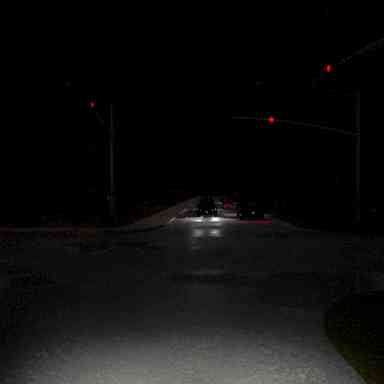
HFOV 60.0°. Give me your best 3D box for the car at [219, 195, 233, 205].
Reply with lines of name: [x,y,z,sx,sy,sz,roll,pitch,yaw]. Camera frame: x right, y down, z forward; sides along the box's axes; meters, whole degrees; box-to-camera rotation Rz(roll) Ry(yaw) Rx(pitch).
car: [6.341,1.566,59.053,1.895,1.301,4.718,0,0,3]

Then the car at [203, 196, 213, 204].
car: [3.046,1.573,63.358,1.994,1.385,4.181,0,0,3]

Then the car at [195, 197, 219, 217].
car: [1.378,1.469,31.034,1.837,1.490,4.892,0,0,3]

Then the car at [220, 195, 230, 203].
car: [6.824,1.470,69.014,1.837,1.490,4.892,0,0,3]

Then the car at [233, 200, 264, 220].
car: [4.837,1.443,28.029,1.882,1.535,5.008,0,0,3]

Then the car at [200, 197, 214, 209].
car: [2.057,1.469,44.946,1.837,1.490,4.892,0,0,3]
